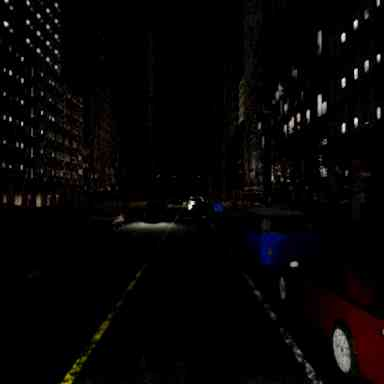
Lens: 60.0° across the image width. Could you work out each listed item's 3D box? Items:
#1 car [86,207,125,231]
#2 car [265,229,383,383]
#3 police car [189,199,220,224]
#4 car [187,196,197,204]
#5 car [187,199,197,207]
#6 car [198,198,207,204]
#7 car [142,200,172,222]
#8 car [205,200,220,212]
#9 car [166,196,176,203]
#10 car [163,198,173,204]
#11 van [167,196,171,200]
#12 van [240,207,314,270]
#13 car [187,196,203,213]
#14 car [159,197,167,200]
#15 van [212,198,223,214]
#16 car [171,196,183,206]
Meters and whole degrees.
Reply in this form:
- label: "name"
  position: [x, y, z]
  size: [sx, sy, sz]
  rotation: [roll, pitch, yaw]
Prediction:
- label: "car"
  position: [-5.694, 1.709, 22.247]
  size: [1.752, 1.417, 4.829]
  rotation: [0, 0, 0]
- label: "car"
  position: [2.688, 1.590, 5.413]
  size: [1.887, 1.381, 4.507]
  rotation: [0, 0, 0]
- label: "police car"
  position: [0.897, 1.651, 27.263]
  size: [1.930, 1.638, 5.238]
  rotation: [0, 0, 0]
- label: "car"
  position: [-0.008, 1.884, 78.479]
  size: [2.097, 1.767, 4.553]
  rotation: [0, 0, 0]
- label: "car"
  position: [-0.006, 2.094, 63.507]
  size: [1.994, 1.385, 4.181]
  rotation: [0, 0, 0]
- label: "car"
  position: [2.680, 2.260, 84.761]
  size: [2.008, 1.369, 4.403]
  rotation: [0, 0, 0]
- label: "car"
  position: [-3.101, 1.715, 28.732]
  size: [1.882, 1.535, 5.008]
  rotation: [0, 0, 0]
- label: "car"
  position: [2.684, 1.901, 45.256]
  size: [1.752, 1.417, 4.829]
  rotation: [0, 0, 0]
- label: "car"
  position: [-5.701, 2.073, 90.431]
  size: [2.192, 1.841, 5.009]
  rotation: [0, 0, 0]
- label: "car"
  position: [-5.699, 2.212, 79.093]
  size: [2.008, 1.369, 4.403]
  rotation: [0, 0, 0]
- label: "van"
  position: [-5.699, 1.907, 67.760]
  size: [1.690, 1.788, 3.998]
  rotation: [0, 0, 0]
- label: "van"
  position: [2.687, 1.433, 11.082]
  size: [1.690, 1.788, 3.998]
  rotation: [0, 0, 0]
- label: "car"
  position: [0.656, 1.582, 43.263]
  size: [2.150, 2.045, 5.566]
  rotation: [0, -1, 4]
- label: "car"
  position: [-5.697, 1.994, 56.252]
  size: [1.752, 1.417, 4.829]
  rotation: [0, 0, 0]
- label: "van"
  position: [2.684, 1.668, 39.420]
  size: [1.690, 1.788, 3.998]
  rotation: [0, 0, 0]
- label: "car"
  position: [-3.007, 2.059, 69.692]
  size: [1.882, 1.535, 5.008]
  rotation: [0, 0, 0]
